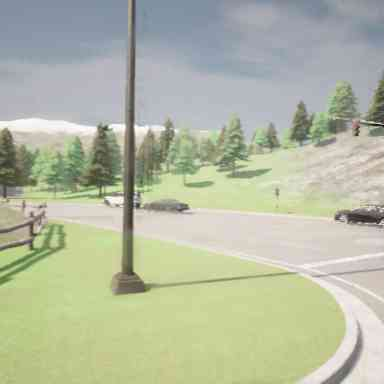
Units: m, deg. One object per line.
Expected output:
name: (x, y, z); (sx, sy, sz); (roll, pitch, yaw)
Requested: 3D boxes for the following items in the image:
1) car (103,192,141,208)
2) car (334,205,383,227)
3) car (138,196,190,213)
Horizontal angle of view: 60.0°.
car: (-9.031, 0.999, 43.352); (5.566, 2.045, 2.150); (1, 0, 28)
car: (12.728, 1.653, 23.760); (2.128, 1.511, 4.902); (1, 0, -38)
car: (-2.773, 1.438, 35.165); (5.357, 1.411, 2.033); (1, 0, 38)
